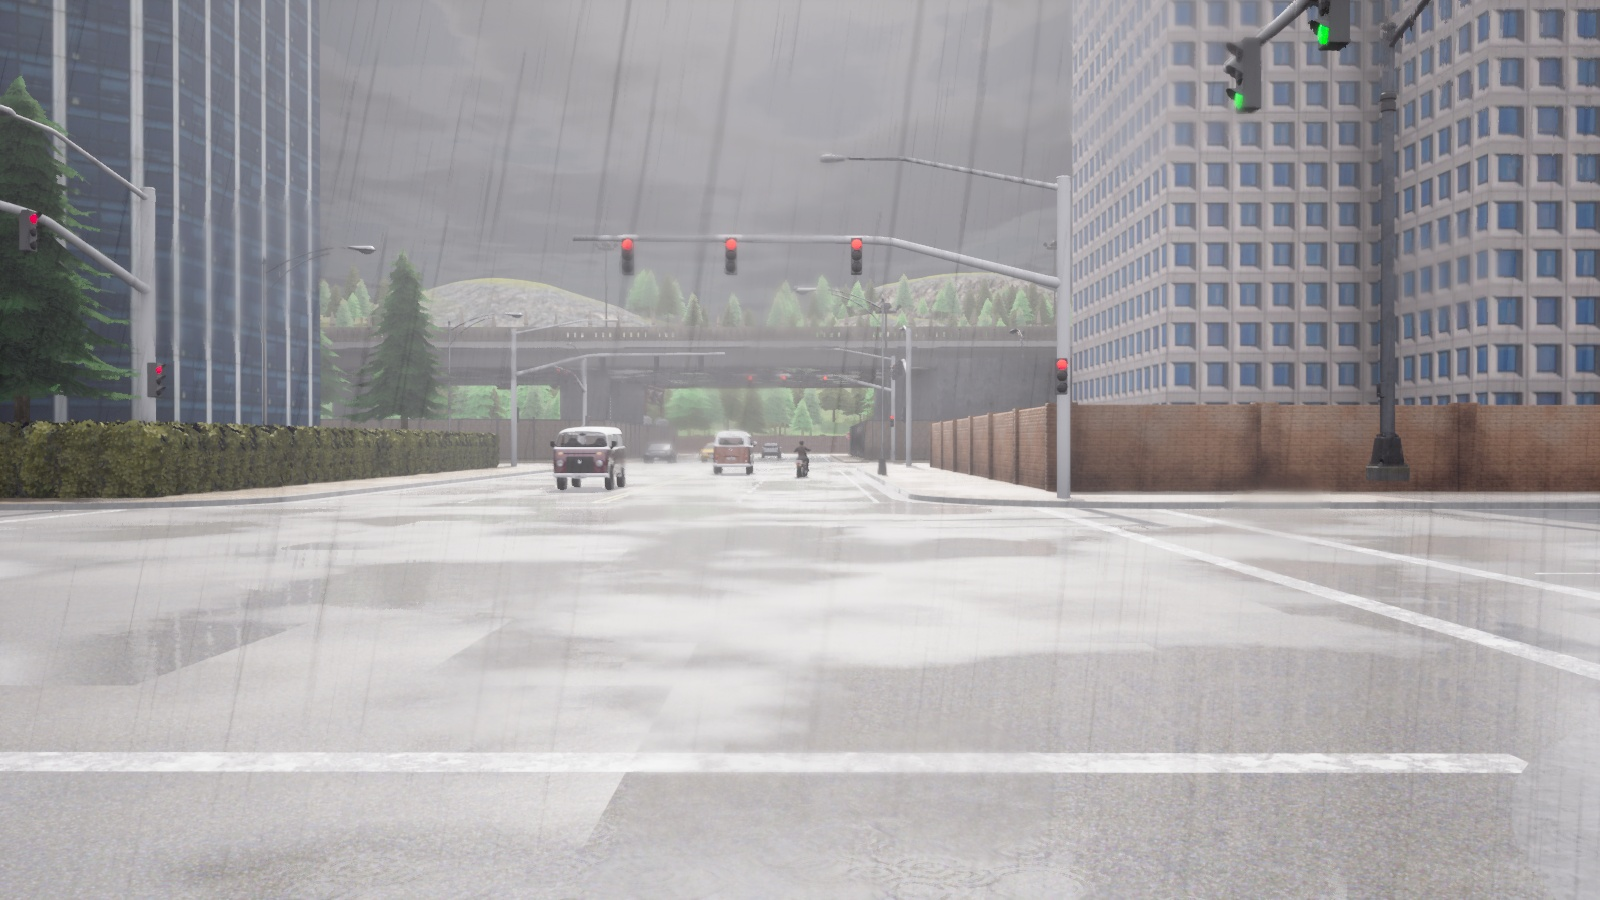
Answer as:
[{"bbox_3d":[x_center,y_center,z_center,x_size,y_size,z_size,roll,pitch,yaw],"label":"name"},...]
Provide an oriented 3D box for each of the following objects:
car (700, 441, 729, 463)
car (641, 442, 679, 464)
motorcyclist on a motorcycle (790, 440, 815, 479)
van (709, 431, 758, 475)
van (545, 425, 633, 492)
[{"bbox_3d":[-6.467,0.141,95.540,1.801,1.575,5.366,0,0,0],"label":"car"},{"bbox_3d":[-9.998,0.210,89.945,2.163,1.488,4.792,0,0,0],"label":"car"},{"bbox_3d":[0.127,0.389,54.504,0.766,1.649,2.350,0,0,7],"label":"motorcyclist on a motorcycle"},{"bbox_3d":[-3.158,0.126,60.408,2.069,2.038,4.480,0,0,0],"label":"van"},{"bbox_3d":[-6.765,0.233,40.670,2.069,2.038,4.480,0,1,0],"label":"van"}]
